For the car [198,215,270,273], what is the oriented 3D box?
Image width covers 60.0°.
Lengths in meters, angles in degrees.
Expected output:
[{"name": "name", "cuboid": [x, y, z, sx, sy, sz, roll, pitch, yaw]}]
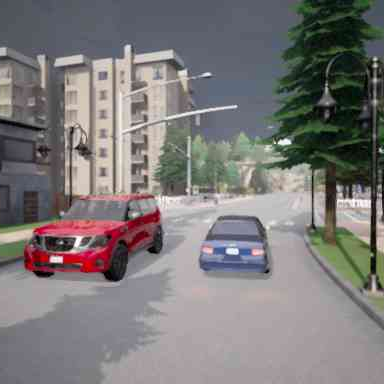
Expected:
[{"name": "car", "cuboid": [1.414, 1.415, 10.305, 2.033, 1.411, 5.357, 0, 1, 11]}]

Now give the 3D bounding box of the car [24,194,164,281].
[{"name": "car", "cuboid": [-2.445, 1.092, 9.955, 2.150, 2.045, 5.566, 0, 1, 11]}]
